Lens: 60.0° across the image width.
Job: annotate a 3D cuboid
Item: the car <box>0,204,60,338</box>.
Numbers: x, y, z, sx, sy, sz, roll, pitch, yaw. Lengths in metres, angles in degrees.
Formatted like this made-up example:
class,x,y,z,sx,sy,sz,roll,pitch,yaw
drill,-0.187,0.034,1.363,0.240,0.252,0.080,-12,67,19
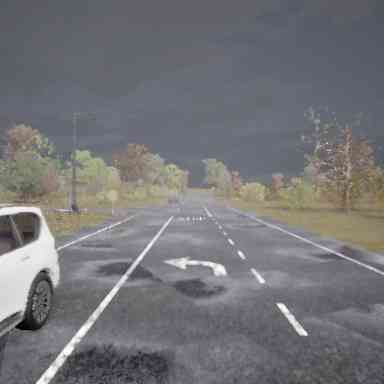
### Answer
class,x,y,z,sx,sy,sz,roll,pitch,yaw
car,-3.504,1.221,3.926,2.150,2.045,5.566,0,0,0

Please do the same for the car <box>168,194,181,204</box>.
class,x,y,z,sx,sy,sz,roll,pitch,yaw
car,-3.420,1.417,61.552,1.837,1.490,4.892,0,1,0
